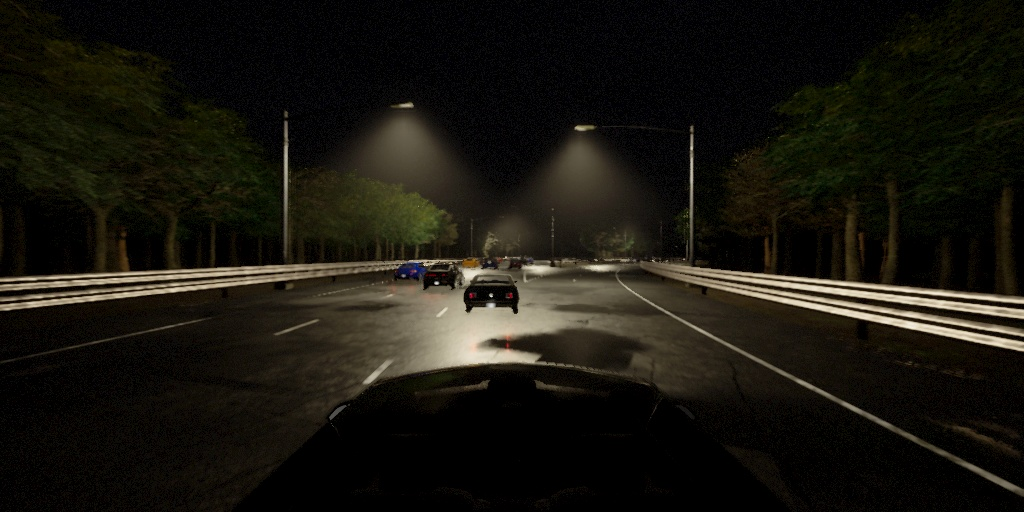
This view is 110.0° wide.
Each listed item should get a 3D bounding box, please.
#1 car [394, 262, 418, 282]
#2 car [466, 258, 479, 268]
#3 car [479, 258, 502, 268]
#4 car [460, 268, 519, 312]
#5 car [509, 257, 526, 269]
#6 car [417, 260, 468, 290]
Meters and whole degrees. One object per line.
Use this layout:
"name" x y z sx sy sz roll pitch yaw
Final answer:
"car" -7.645 1.218 27.759 1.812 1.442 4.674 0 0 1
"car" -6.319 1.134 55.912 1.882 1.535 5.008 0 0 5
"car" -3.037 1.026 51.872 2.097 1.767 4.553 0 0 4
"car" -0.720 1.343 14.118 1.895 1.301 4.718 0 0 -1
"car" 0.545 1.230 54.440 2.033 1.411 5.357 0 0 4
"car" -4.142 1.223 22.182 1.837 1.490 4.892 0 0 0
